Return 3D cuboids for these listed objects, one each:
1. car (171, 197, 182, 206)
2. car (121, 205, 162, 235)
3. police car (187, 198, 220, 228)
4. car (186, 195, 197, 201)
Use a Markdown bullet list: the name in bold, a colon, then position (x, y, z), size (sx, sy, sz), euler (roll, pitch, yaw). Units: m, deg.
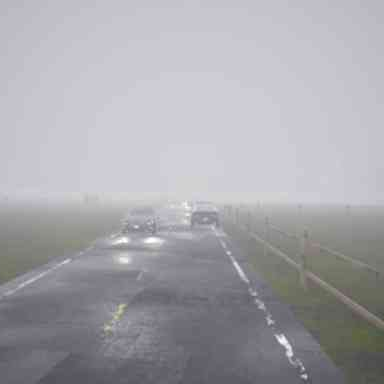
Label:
- **car**: position (-2.759, 1.699, 60.523), size (2.033, 1.411, 5.357), euler (0, 0, 1)
- **car**: position (-2.843, 1.556, 19.428), size (1.837, 1.490, 4.892), euler (0, 0, 0)
- **police car**: position (0.831, 1.485, 23.049), size (1.930, 1.638, 5.238), euler (0, 0, 0)
- **car**: position (0.017, 1.688, 56.141), size (2.033, 1.411, 5.357), euler (0, 0, 0)
